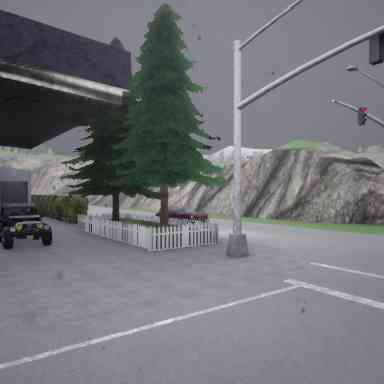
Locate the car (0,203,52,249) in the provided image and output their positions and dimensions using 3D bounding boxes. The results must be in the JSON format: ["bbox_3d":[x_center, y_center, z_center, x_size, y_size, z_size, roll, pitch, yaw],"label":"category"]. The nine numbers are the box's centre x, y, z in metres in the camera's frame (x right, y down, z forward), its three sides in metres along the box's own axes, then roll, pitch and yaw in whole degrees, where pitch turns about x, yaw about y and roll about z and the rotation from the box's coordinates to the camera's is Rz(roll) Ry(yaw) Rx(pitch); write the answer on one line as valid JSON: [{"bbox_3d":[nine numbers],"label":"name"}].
[{"bbox_3d":[-8.047,1.505,15.803,1.905,1.878,3.866,0,0,-37],"label":"car"}]

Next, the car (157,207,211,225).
[{"bbox_3d":[-0.671,1.792,24.418,1.895,1.301,4.718,0,0,-36],"label":"car"}]
